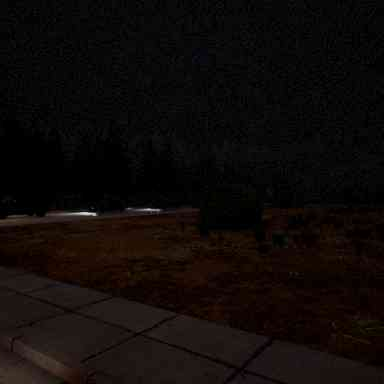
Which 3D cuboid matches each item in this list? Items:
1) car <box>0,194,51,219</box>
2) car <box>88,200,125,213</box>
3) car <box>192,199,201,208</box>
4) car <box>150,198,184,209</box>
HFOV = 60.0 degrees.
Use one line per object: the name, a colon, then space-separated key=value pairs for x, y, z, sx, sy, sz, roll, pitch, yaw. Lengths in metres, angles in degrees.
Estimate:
car: x=-15.488 y=1.248 z=29.727 sx=2.150 sy=2.045 sz=5.566 roll=0 pitch=0 yaw=36
car: x=-9.588 y=1.591 z=37.702 sx=1.994 sy=1.385 sz=4.181 roll=0 pitch=0 yaw=37
car: x=1.938 y=1.591 z=47.246 sx=1.994 sy=1.385 sz=4.181 roll=0 pitch=0 yaw=39
car: x=-3.386 y=1.574 z=46.082 sx=2.033 sy=1.411 sz=5.357 roll=0 pitch=0 yaw=37
